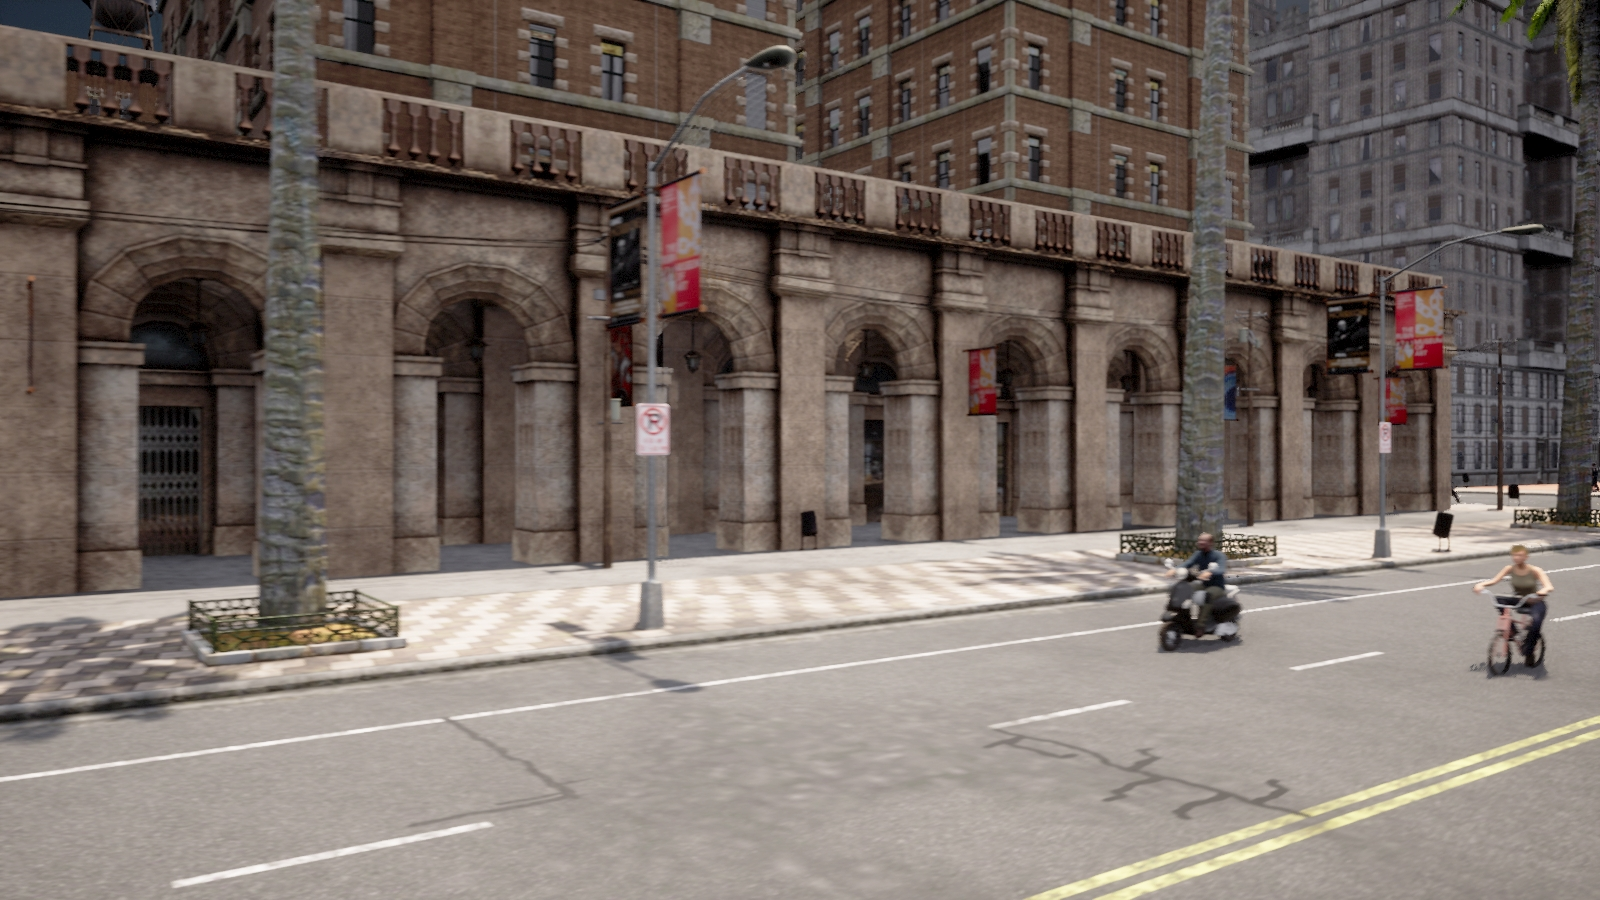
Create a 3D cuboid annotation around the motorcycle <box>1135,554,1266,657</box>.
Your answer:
[{"bbox_3d":[5.720,2.182,16.282,1.805,1.236,0.856,0,0,-34],"label":"motorcycle"}]
